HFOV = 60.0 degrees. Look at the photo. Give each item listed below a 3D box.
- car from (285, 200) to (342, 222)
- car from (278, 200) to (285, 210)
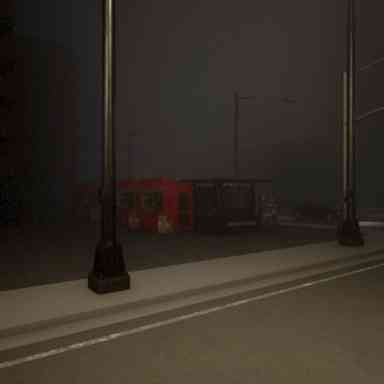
[{"bbox_3d":[10.499,1.612,27.588,1.837,1.490,4.892,0,-1,-36],"label":"car"},{"bbox_3d":[12.839,1.834,48.463,1.812,1.442,4.674,0,-1,-36],"label":"car"}]
